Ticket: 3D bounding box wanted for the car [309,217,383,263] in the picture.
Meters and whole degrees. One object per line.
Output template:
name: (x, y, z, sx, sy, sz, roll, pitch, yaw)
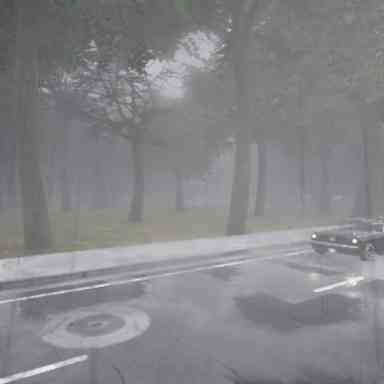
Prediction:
car: (6.418, 1.622, 12.254, 4.718, 1.301, 1.895, 0, 0, -35)
